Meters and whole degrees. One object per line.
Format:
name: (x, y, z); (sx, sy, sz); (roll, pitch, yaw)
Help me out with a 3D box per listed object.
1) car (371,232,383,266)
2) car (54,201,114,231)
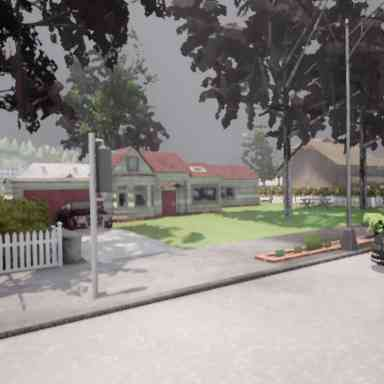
car: (6.910, 1.242, 9.267); (4.892, 1.490, 1.837); (-2, 1, -34)
car: (-5.473, 1.151, 16.560); (1.994, 1.381, 4.181); (-2, 1, -34)
